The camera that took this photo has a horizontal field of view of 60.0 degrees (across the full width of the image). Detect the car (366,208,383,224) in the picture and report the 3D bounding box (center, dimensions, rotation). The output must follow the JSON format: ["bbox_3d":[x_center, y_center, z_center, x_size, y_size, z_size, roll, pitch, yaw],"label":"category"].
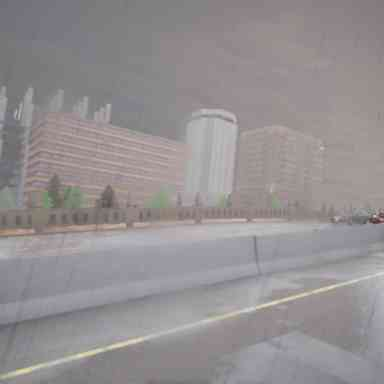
[{"bbox_3d":[18.039,2.130,29.213,5.566,2.045,2.150,5,-4,-34],"label":"car"}]

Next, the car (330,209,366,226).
[{"bbox_3d":[15.087,2.397,31.422,4.902,1.511,2.128,4,-4,-34],"label":"car"}]
